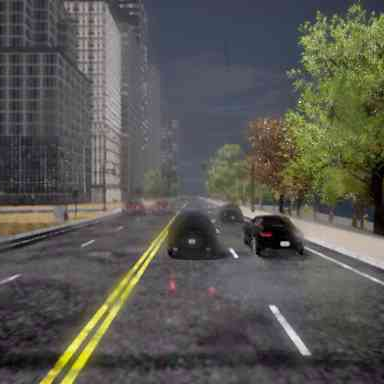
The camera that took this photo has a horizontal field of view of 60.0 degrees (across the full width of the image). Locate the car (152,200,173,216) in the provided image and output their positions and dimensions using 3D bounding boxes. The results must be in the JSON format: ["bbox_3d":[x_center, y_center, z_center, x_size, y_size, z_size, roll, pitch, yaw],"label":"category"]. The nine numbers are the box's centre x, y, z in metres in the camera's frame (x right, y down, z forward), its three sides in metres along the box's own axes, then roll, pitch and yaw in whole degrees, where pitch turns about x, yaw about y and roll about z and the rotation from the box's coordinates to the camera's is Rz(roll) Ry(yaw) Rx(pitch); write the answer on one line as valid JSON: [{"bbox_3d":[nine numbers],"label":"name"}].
[{"bbox_3d":[-3.284,1.728,37.627,2.097,1.767,4.553,0,0,0],"label":"car"}]

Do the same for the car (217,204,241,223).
[{"bbox_3d":[3.257,1.793,28.502,1.837,1.490,4.892,0,0,0],"label":"car"}]

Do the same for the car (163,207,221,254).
[{"bbox_3d":[0.018,1.620,14.234,1.882,1.535,5.008,0,0,0],"label":"car"}]

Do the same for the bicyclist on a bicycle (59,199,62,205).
[{"bbox_3d":[-24.672,2.209,62.246,0.582,1.620,1.656,-1,0,0],"label":"bicyclist on a bicycle"}]

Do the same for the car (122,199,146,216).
[{"bbox_3d":[-6.534,1.728,37.626,2.097,1.767,4.553,0,0,0],"label":"car"}]

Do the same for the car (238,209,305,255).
[{"bbox_3d":[3.266,1.664,13.904,1.812,1.442,4.674,0,0,0],"label":"car"}]
